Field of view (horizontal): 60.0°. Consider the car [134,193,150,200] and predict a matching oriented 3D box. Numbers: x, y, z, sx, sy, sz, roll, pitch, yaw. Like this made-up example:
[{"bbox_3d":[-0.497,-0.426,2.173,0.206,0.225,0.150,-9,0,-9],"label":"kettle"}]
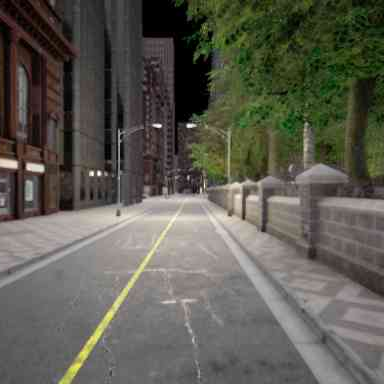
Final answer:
[{"bbox_3d":[-14.856,1.263,91.995,5.009,1.841,2.192,-1,1,0],"label":"car"}]
